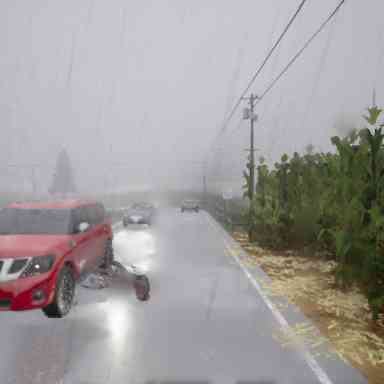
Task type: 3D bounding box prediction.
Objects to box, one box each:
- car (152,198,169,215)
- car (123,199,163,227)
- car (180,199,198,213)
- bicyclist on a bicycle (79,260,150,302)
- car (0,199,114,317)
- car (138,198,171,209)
[{"bbox_3d":[-3.526,1.525,33.990,1.812,1.442,4.674,0,0,0],"label":"car"},{"bbox_3d":[-3.414,1.492,22.704,2.128,1.511,4.902,0,0,0],"label":"car"},{"bbox_3d":[-0.306,1.491,37.481,2.128,1.511,4.902,0,0,-2],"label":"car"},{"bbox_3d":[-1.515,2.005,7.362,1.620,0.582,1.656,19,12,27],"label":"bicyclist on a bicycle"},{"bbox_3d":[-3.372,1.218,7.822,2.150,2.045,5.566,0,0,-1],"label":"car"},{"bbox_3d":[-5.268,1.563,46.472,4.181,1.385,1.994,0,0,27],"label":"car"}]
